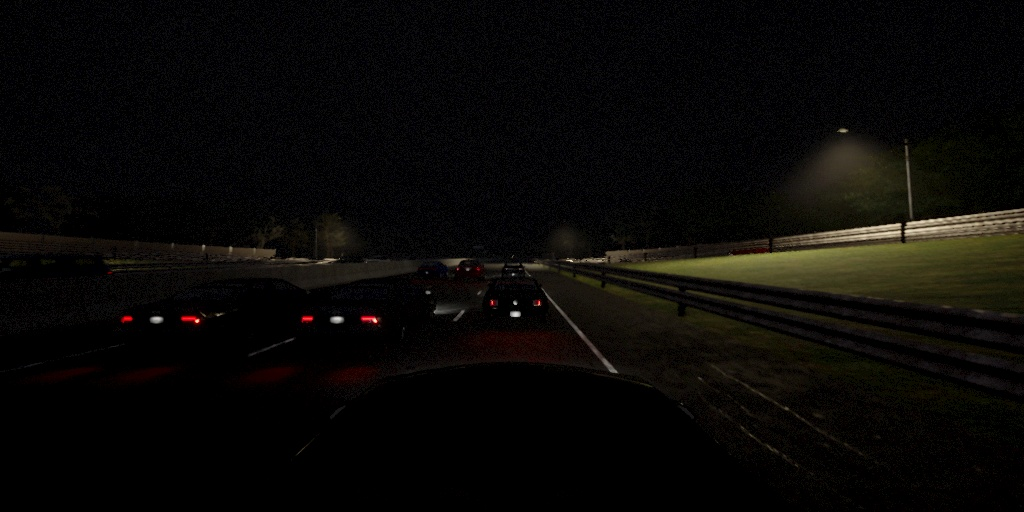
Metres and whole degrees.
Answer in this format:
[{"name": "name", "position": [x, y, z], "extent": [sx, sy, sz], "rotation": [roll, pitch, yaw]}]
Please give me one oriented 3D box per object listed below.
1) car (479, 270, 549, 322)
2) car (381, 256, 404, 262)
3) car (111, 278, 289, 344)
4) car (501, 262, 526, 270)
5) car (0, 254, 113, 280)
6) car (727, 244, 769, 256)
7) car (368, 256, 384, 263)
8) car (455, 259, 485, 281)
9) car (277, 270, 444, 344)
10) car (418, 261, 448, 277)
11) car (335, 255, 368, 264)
[{"name": "car", "position": [0.101, 1.334, 12.239], "extent": [1.895, 1.301, 4.718], "rotation": [0, 0, 0]}, {"name": "car", "position": [-17.562, 1.209, 54.490], "extent": [2.128, 1.511, 4.902], "rotation": [0, 0, 0]}, {"name": "car", "position": [-6.899, 1.285, 9.471], "extent": [2.033, 1.411, 5.357], "rotation": [0, 0, 0]}, {"name": "car", "position": [0.102, 1.206, 29.906], "extent": [2.128, 1.511, 4.902], "rotation": [0, 0, 0]}, {"name": "car", "position": [-17.599, 0.954, 12.535], "extent": [2.150, 2.045, 5.566], "rotation": [0, 0, 0]}, {"name": "car", "position": [28.735, -0.599, 43.877], "extent": [1.882, 1.535, 5.008], "rotation": [0, -3, -13]}, {"name": "car", "position": [-21.048, 0.941, 56.217], "extent": [2.150, 2.045, 5.566], "rotation": [0, 0, 1]}, {"name": "car", "position": [-3.398, 1.066, 29.688], "extent": [2.097, 1.767, 4.553], "rotation": [0, 0, 0]}, {"name": "car", "position": [-3.399, 1.285, 9.477], "extent": [2.033, 1.411, 5.357], "rotation": [0, 0, 0]}, {"name": "car", "position": [-6.898, 1.191, 31.563], "extent": [1.882, 1.535, 5.008], "rotation": [0, 0, 0]}, {"name": "car", "position": [-24.548, 0.939, 54.413], "extent": [2.150, 2.045, 5.566], "rotation": [0, 0, 1]}]
